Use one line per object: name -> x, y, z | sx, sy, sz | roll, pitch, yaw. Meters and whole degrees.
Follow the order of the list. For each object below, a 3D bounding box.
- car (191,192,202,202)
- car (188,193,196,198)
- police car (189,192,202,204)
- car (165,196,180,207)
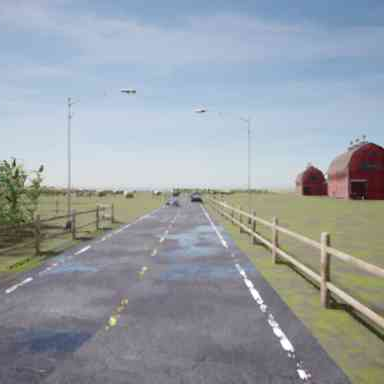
car -> 0.857, 0.960, 69.117 | 2.150, 2.045, 5.566 | 0, 0, 0
car -> 0.046, 1.026, 93.285 | 2.033, 1.411, 5.357 | 0, 0, 0
police car -> 0.853, 1.201, 59.198 | 1.930, 1.638, 5.238 | 0, 0, 0
car -> -2.799, 1.314, 47.998 | 2.128, 1.511, 4.902 | 0, 0, 0
